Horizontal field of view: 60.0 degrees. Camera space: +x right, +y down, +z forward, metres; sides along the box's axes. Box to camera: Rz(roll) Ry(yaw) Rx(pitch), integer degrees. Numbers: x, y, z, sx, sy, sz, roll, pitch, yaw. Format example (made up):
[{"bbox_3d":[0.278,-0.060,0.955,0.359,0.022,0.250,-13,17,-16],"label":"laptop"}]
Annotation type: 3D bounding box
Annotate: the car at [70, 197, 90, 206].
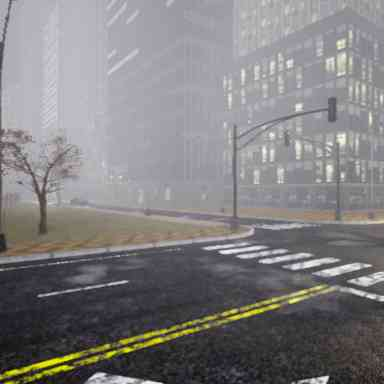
[{"bbox_3d":[-19.004,1.607,56.236,2.033,1.411,5.357,0,0,-35],"label":"car"}]
